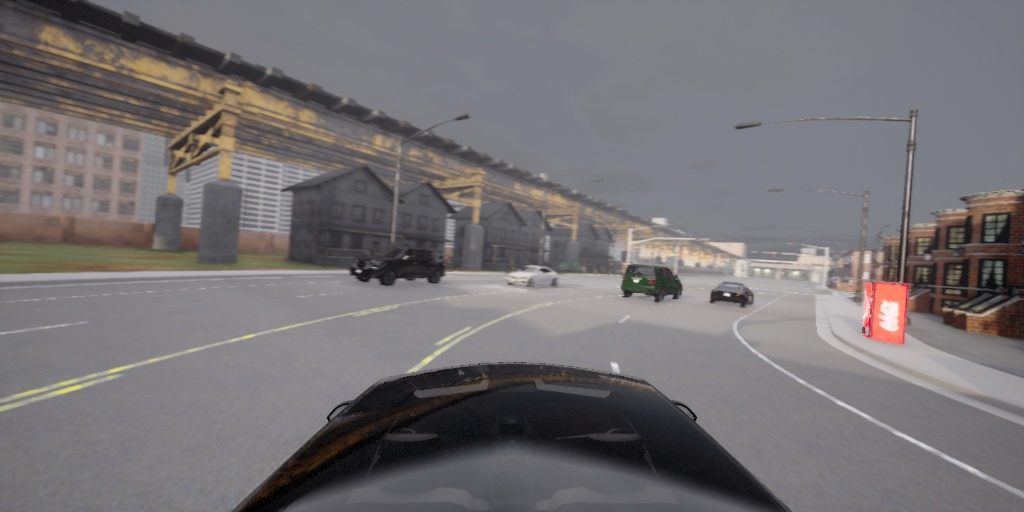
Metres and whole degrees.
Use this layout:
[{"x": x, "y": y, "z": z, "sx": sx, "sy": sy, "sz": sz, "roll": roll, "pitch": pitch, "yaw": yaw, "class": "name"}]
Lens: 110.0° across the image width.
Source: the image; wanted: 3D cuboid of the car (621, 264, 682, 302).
[{"x": 8.648, "y": 1.609, "z": 22.001, "sx": 2.150, "sy": 2.045, "sz": 5.566, "roll": 4, "pitch": 0, "yaw": 41, "class": "car"}]

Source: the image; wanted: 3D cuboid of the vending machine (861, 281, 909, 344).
[{"x": 12.242, "y": 1.864, "z": 11.858, "sx": 1.100, "sy": 2.100, "sz": 0.880, "roll": 0, "pitch": 0, "yaw": 36, "class": "vending machine"}]

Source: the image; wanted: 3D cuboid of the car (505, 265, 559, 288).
[{"x": 1.503, "y": 1.373, "z": 24.538, "sx": 1.812, "sy": 1.442, "sz": 4.674, "roll": 4, "pitch": 0, "yaw": 39, "class": "car"}]

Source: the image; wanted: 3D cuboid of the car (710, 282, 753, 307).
[{"x": 14.125, "y": 2.365, "z": 22.977, "sx": 1.994, "sy": 1.385, "sz": 4.181, "roll": 4, "pitch": 0, "yaw": 40, "class": "car"}]

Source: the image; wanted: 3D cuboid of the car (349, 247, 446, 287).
[{"x": -6.013, "y": 0.505, "z": 19.785, "sx": 2.150, "sy": 2.045, "sz": 5.566, "roll": 4, "pitch": 0, "yaw": 31, "class": "car"}]
